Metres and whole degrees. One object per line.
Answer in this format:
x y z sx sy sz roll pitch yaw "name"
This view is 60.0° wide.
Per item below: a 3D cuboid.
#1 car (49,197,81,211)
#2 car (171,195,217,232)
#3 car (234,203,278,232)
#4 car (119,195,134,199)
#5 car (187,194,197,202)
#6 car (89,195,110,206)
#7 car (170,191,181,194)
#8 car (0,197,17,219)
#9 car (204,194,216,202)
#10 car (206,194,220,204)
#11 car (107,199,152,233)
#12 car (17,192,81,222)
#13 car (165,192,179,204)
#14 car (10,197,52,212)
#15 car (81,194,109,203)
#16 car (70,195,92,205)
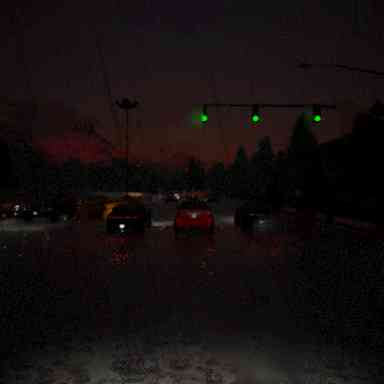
-14.067 1.295 37.172 1.812 1.442 4.674 0 0 0 "car"
0.104 1.233 19.115 2.097 1.767 4.553 0 0 0 "car"
3.603 1.370 19.387 2.128 1.511 4.902 0 0 0 "car"
-10.513 1.217 53.229 2.033 1.411 5.357 0 0 0 "car"
0.012 1.123 65.674 1.812 1.442 4.674 0 0 0 "car"
-14.023 1.188 50.780 1.837 1.490 4.892 0 1 1 "car"
-3.488 0.841 65.702 2.150 2.045 5.566 0 0 0 "car"
-14.075 1.183 27.159 2.097 1.767 4.553 0 0 0 "car"
3.512 1.085 65.673 2.128 1.511 4.902 0 0 0 "car"
3.510 1.148 55.253 2.128 1.511 4.902 0 0 0 "car"
-3.396 1.389 18.560 1.837 1.490 4.892 0 0 0 "car"
-10.578 1.065 25.178 2.150 2.045 5.566 0 0 0 "car"
-3.490 1.180 55.671 1.812 1.442 4.674 0 0 0 "car"
-17.564 1.321 36.575 2.033 1.411 5.357 0 0 0 "car"
-10.572 1.132 35.460 2.097 1.767 4.553 0 0 0 "car"
-17.518 1.178 52.765 1.837 1.490 4.892 0 0 0 "car"
